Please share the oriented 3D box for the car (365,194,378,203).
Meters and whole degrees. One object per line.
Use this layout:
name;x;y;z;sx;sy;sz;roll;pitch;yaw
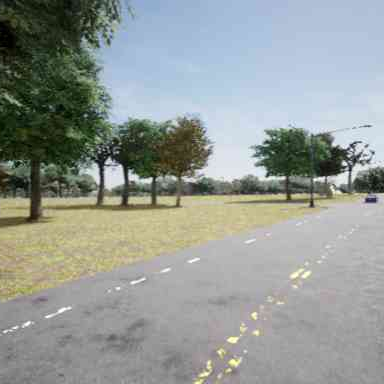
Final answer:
car;33.120;1.110;61.347;1.882;1.535;5.008;0;1;33
